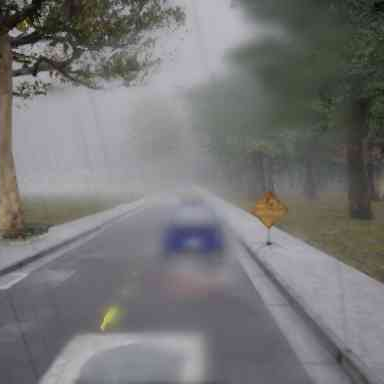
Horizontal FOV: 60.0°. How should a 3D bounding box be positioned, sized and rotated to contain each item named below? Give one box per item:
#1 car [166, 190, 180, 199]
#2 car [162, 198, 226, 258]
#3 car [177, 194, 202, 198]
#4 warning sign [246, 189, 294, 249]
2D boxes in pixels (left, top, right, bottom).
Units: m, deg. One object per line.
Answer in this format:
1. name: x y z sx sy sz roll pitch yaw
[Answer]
1. car: -2.825 0.315 51.394 1.994 1.385 4.181 0 1 0
2. car: 0.060 1.200 11.616 1.882 1.535 5.008 0 1 0
3. car: 0.063 0.951 27.006 1.895 1.301 4.718 0 1 0
4. warning sign: 2.518 0.855 10.913 1.300 1.860 1.060 0 1 0
